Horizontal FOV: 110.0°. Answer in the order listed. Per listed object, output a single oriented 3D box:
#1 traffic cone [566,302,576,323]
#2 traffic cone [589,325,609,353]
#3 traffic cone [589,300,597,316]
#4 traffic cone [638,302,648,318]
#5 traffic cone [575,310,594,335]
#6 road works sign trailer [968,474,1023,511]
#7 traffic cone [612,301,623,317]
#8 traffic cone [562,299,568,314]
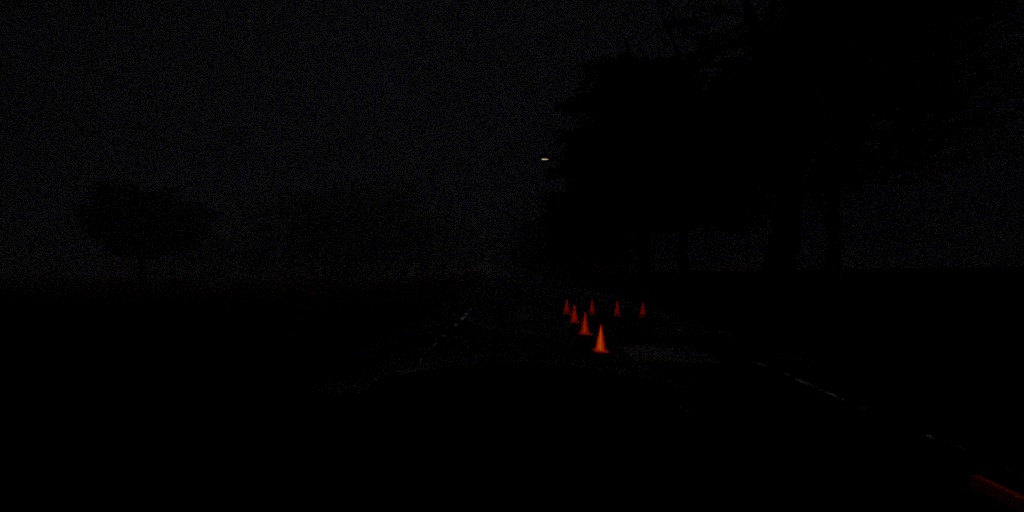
[{"bbox_3d":[2.117,1.960,12.238,0.340,0.580,0.340,0,0,1],"label":"traffic cone"},{"bbox_3d":[2.028,1.879,8.240,0.340,0.580,0.340,0,0,1],"label":"traffic cone"},{"bbox_3d":[3.160,2.042,14.214,0.340,0.580,0.340,0,0,1],"label":"traffic cone"},{"bbox_3d":[5.158,2.118,14.168,0.340,0.580,0.340,0,0,1],"label":"traffic cone"},{"bbox_3d":[2.072,1.918,10.239,0.340,0.580,0.340,0,0,1],"label":"traffic cone"},{"bbox_3d":[3.356,0.336,1.209,2.380,3.560,2.880,0,0,1],"label":"road works sign trailer"},{"bbox_3d":[4.159,2.080,14.191,0.340,0.580,0.340,0,0,1],"label":"traffic cone"},{"bbox_3d":[2.161,2.005,14.237,0.340,0.580,0.340,0,0,1],"label":"traffic cone"}]
